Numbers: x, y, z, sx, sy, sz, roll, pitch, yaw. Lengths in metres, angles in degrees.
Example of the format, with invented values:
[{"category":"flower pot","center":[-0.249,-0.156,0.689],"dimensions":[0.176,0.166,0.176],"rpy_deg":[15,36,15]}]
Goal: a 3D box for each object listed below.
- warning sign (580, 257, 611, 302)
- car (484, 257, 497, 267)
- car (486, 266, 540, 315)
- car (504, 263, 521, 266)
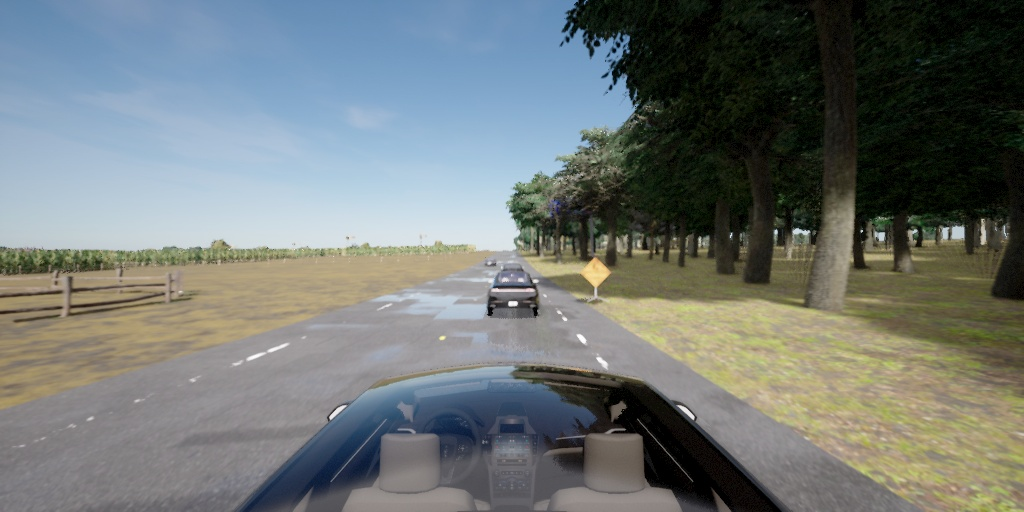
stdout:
[{"category":"warning sign","center":[3.549,0.972,15.179],"dimensions":[1.300,1.860,1.060],"rpy_deg":[0,0,0]},{"category":"car","center":[-3.562,0.966,59.175],"dimensions":[2.128,1.511,4.902],"rpy_deg":[0,1,0]},{"category":"car","center":[0.045,1.342,14.046],"dimensions":[2.128,1.511,4.902],"rpy_deg":[0,0,0]},{"category":"car","center":[0.051,1.310,30.170],"dimensions":[1.882,1.535,5.008],"rpy_deg":[0,1,0]}]
